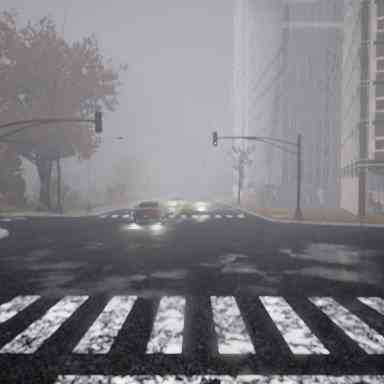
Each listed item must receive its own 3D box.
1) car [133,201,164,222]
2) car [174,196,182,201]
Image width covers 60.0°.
[{"bbox_3d":[-3.221,1.425,25.309,1.882,1.535,5.008,0,-1,0],"label":"car"},{"bbox_3d":[-3.165,1.466,76.091,1.895,1.301,4.718,0,0,0],"label":"car"}]
